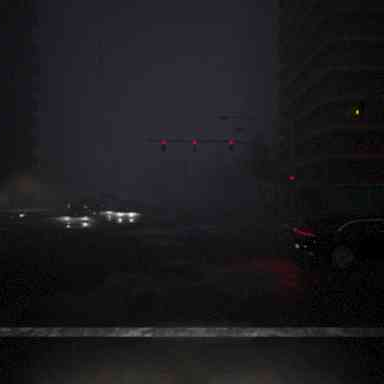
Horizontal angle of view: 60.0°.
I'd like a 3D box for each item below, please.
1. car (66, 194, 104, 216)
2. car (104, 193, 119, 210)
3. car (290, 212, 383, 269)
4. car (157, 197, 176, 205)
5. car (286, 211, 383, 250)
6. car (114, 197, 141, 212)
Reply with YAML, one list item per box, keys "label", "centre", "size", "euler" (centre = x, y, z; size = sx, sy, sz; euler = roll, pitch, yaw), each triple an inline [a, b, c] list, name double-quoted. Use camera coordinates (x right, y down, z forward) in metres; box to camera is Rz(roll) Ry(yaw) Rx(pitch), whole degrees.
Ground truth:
- label: "car"
  centre: [-10.563, 1.341, 32.528]
  size: [2.097, 1.767, 4.553]
  euler: [0, 0, 0]
- label: "car"
  centre: [-10.542, 1.207, 42.118]
  size: [2.150, 2.045, 5.566]
  euler: [0, 0, 0]
- label: "car"
  centre: [5.729, 1.488, 10.501]
  size: [4.902, 1.511, 2.128]
  euler: [0, 0, 0]
- label: "car"
  centre: [-4.583, 1.567, 58.871]
  size: [1.895, 1.301, 4.718]
  euler: [0, 0, -27]
- label: "car"
  centre: [6.343, 1.559, 14.004]
  size: [4.181, 1.385, 1.994]
  euler: [0, 0, 0]
- label: "car"
  centre: [-7.032, 1.551, 37.479]
  size: [1.994, 1.385, 4.181]
  euler: [0, 0, 1]
